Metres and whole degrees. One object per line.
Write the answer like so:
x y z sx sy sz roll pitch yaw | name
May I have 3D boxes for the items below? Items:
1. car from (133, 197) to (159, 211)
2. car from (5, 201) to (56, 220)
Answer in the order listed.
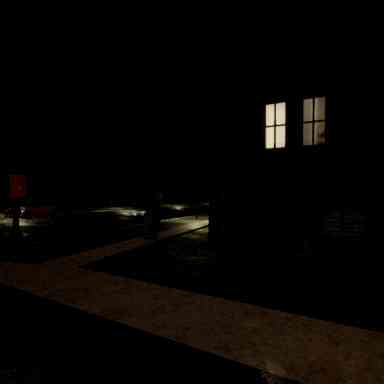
-7.138 1.818 52.647 2.150 2.045 5.566 1 -1 21 | car
-14.841 1.610 30.824 2.097 1.767 4.553 1 -1 18 | car
